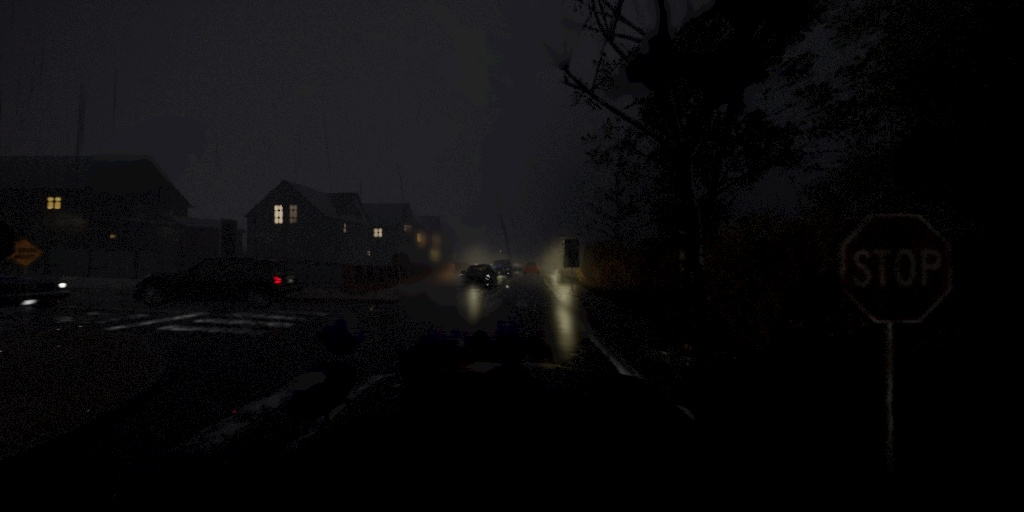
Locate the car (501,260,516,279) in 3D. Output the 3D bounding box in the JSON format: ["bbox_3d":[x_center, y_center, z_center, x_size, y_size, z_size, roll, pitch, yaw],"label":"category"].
[{"bbox_3d":[-1.109,1.417,40.073,2.150,2.045,5.566,0,-1,5],"label":"car"}]

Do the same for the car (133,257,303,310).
[{"bbox_3d":[-9.994,0.799,12.497,4.553,1.767,2.097,3,-1,-8],"label":"car"}]

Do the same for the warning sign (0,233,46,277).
[{"bbox_3d":[-19.899,0.139,14.656,1.060,1.860,1.300,0,0,0],"label":"warning sign"}]

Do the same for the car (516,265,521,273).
[{"bbox_3d":[0.826,2.144,58.411,1.895,1.301,4.718,0,-1,7],"label":"car"}]

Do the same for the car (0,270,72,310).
[{"bbox_3d":[-14.689,0.783,9.294,4.718,1.301,1.895,3,-1,0],"label":"car"}]

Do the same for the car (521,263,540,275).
[{"bbox_3d":[2.925,1.724,51.301,2.097,1.767,4.553,0,-1,6],"label":"car"}]

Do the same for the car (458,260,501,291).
[{"bbox_3d":[-2.176,1.328,23.898,2.097,1.767,4.553,0,-1,3],"label":"car"}]
